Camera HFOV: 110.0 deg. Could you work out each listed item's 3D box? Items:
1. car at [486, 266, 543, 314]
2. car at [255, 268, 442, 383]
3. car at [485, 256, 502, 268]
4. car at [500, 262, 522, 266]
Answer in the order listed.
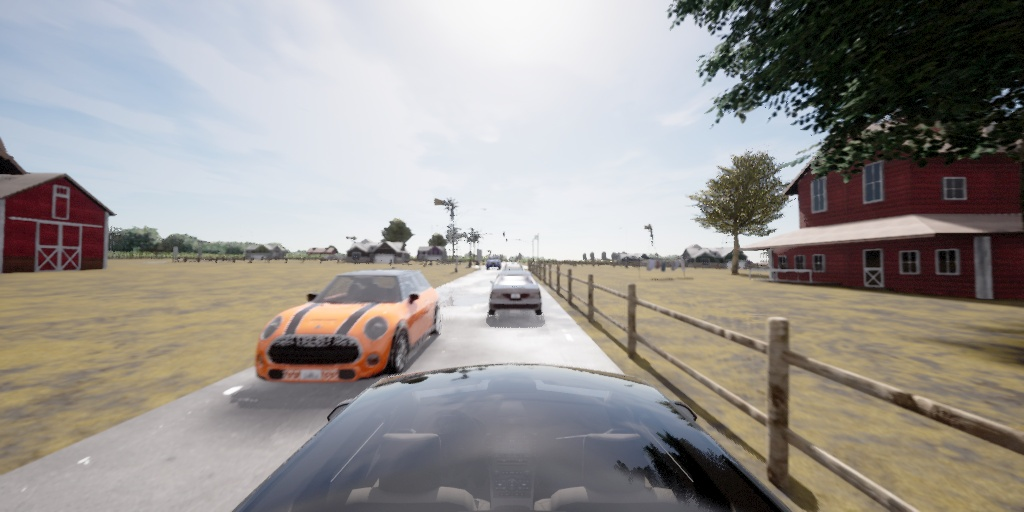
[{"bbox_3d":[0.107,1.257,13.454,2.033,1.411,5.357,0,0,0],"label":"car"},{"bbox_3d":[-2.849,1.079,7.320,2.097,1.767,4.553,0,0,0],"label":"car"},{"bbox_3d":[-2.742,1.002,54.197,2.150,2.045,5.566,0,0,0],"label":"car"},{"bbox_3d":[0.109,1.306,32.670,1.895,1.301,4.718,0,0,0],"label":"car"}]
